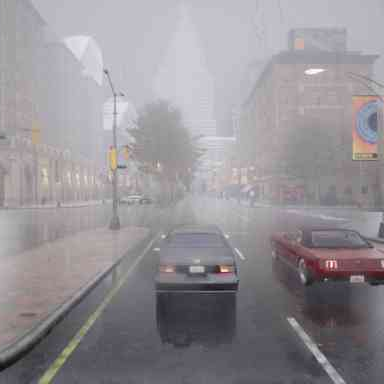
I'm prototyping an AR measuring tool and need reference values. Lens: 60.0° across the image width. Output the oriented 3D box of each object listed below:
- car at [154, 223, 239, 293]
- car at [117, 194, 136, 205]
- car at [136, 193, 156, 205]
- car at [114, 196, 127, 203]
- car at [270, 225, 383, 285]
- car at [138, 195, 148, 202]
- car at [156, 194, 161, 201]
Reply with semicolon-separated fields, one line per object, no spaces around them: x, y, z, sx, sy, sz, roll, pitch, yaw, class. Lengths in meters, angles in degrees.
0.091;1.547;8.958;2.033;1.411;5.357;0;0;0;car
-11.624;1.526;58.937;1.812;1.442;4.674;0;0;0;car
-8.125;1.491;59.227;2.128;1.511;4.902;0;0;0;car
-14.829;1.595;69.203;1.895;1.301;4.718;0;0;0;car
3.590;1.601;9.442;1.895;1.301;4.718;0;0;0;car
-11.591;1.524;79.217;1.812;1.442;4.674;0;0;0;car
-8.079;1.526;68.995;1.812;1.442;4.674;0;0;0;car
